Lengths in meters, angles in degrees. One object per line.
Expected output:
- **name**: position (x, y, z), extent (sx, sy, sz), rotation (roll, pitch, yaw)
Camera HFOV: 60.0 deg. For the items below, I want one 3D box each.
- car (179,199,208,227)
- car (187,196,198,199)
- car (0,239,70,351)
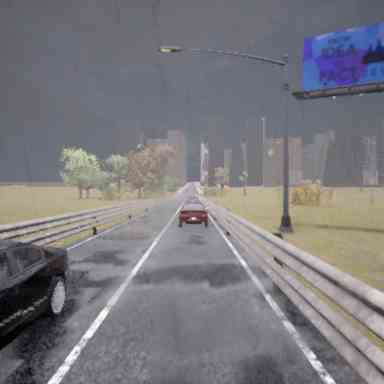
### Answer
- **car**: position (0.100, 1.470, 22.849), extent (1.882, 1.535, 5.008), rotation (0, 0, 0)
- **car**: position (0.098, 1.338, 41.978), extent (2.097, 1.767, 4.553), rotation (0, 0, 0)
- **car**: position (-3.344, 1.476, 4.571), extent (1.882, 1.535, 5.008), rotation (0, 0, 0)
